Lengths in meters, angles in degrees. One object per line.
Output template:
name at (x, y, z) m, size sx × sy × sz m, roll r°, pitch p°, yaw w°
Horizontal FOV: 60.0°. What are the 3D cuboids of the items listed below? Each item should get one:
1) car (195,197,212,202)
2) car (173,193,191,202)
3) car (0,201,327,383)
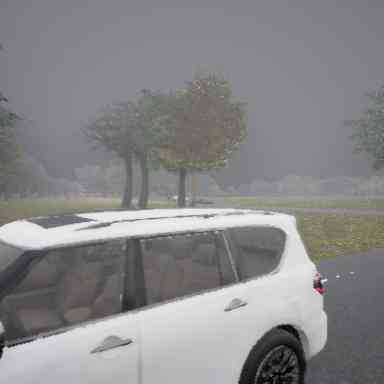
car at (2.276, 1.742, 65.212) m, size 1.994 × 1.385 × 4.181 m, roll 1°, pitch -1°, yaw -32°
car at (-2.024, 1.251, 71.659) m, size 2.150 × 2.045 × 5.566 m, roll 1°, pitch 0°, yaw -34°
car at (-1.044, 1.223, 3.116) m, size 5.566 × 2.045 × 2.150 m, roll 0°, pitch 0°, yaw -36°
